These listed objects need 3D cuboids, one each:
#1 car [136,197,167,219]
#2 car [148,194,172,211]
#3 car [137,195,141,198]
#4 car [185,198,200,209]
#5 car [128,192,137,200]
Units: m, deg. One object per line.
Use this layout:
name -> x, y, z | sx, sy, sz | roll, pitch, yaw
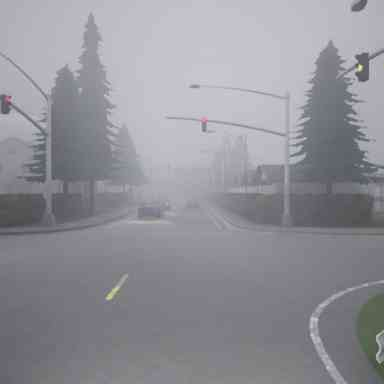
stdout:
car -> -3.586, 1.467, 29.665 | 1.882, 1.535, 5.008 | 0, 0, 0
car -> -3.580, 1.338, 39.820 | 2.097, 1.767, 4.553 | 0, 0, 0
car -> -16.176, 1.329, 87.590 | 3.806, 1.475, 1.970 | 0, 0, -1
car -> 0.105, 1.531, 45.104 | 2.033, 1.411, 5.357 | 0, 0, 0
car -> -16.768, 1.047, 84.262 | 3.866, 1.878, 1.905 | 0, 0, -1
